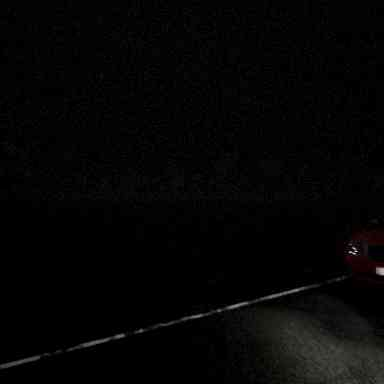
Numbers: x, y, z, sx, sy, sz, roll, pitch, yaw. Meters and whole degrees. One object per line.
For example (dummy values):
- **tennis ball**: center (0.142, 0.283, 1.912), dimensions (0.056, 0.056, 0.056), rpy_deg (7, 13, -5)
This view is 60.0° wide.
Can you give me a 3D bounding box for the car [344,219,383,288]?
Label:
- **car**: center (6.153, 1.289, 8.377), dimensions (5.566, 2.045, 2.150), rpy_deg (0, 0, -35)
